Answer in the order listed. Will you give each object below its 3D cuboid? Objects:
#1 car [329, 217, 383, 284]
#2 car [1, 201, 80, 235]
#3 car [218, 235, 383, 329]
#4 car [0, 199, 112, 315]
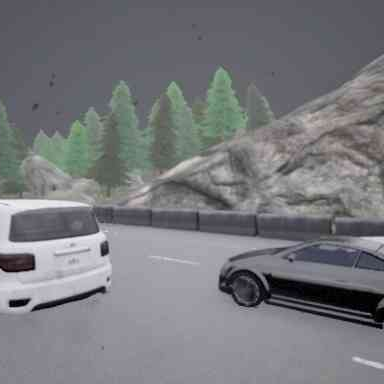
[{"bbox_3d":[6.092,1.528,8.245,4.674,1.442,1.812,1,0,35],"label":"car"},{"bbox_3d":[-8.602,1.357,18.715,4.892,1.490,1.837,1,0,35],"label":"car"},{"bbox_3d":[2.611,1.552,6.427,4.181,1.385,1.994,1,0,35],"label":"car"},{"bbox_3d":[-4.078,1.161,6.910,5.566,2.045,2.150,1,0,36],"label":"car"}]
